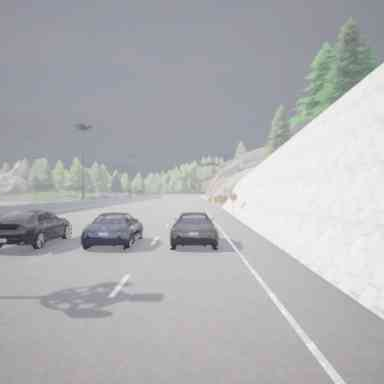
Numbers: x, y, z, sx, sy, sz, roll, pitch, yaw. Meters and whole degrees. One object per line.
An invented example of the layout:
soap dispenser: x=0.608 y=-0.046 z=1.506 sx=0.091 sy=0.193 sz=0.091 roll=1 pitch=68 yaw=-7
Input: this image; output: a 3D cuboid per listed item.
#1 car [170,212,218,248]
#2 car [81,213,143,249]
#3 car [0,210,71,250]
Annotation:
car: x=0.090 y=1.602 z=14.890 sx=1.994 sy=1.385 sz=4.181 roll=0 pitch=0 yaw=0
car: x=-3.409 y=1.602 z=14.830 sx=1.994 sy=1.385 sz=4.181 roll=0 pitch=0 yaw=0
car: x=-6.909 y=1.542 z=14.603 sx=1.837 sy=1.490 sz=4.892 roll=0 pitch=0 yaw=0
